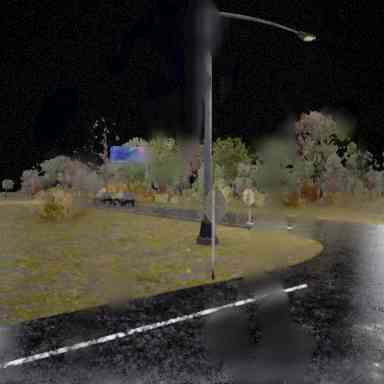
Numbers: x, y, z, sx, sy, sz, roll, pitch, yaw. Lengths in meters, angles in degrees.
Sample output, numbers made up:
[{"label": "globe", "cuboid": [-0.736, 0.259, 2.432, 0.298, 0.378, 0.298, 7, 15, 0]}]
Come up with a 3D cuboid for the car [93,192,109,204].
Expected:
[{"label": "car", "cuboid": [-16.390, 1.098, 60.912, 2.150, 2.045, 5.566, 0, 0, -34]}]

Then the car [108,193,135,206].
[{"label": "car", "cuboid": [-10.885, 1.116, 52.718, 2.150, 2.045, 5.566, 0, 0, -33]}]
